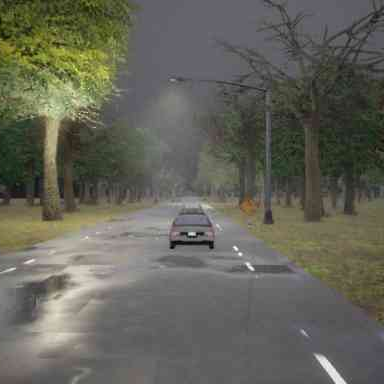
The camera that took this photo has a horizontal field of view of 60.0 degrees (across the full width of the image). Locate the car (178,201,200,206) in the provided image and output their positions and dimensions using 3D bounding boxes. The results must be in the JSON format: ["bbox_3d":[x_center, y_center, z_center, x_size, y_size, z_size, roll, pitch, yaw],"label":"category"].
[{"bbox_3d":[0.000,1.680,29.690,1.895,1.301,4.718,0,0,0],"label":"car"}]

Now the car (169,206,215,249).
[{"bbox_3d":[0.000,1.584,14.655,2.033,1.411,5.357,0,0,0],"label":"car"}]

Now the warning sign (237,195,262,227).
[{"bbox_3d":[3.528,1.150,20.395,1.300,1.860,1.060,-1,-2,0],"label":"warning sign"}]

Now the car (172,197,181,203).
[{"bbox_3d":[-3.500,1.898,75.939,1.994,1.385,4.181,0,-1,0],"label":"car"}]
